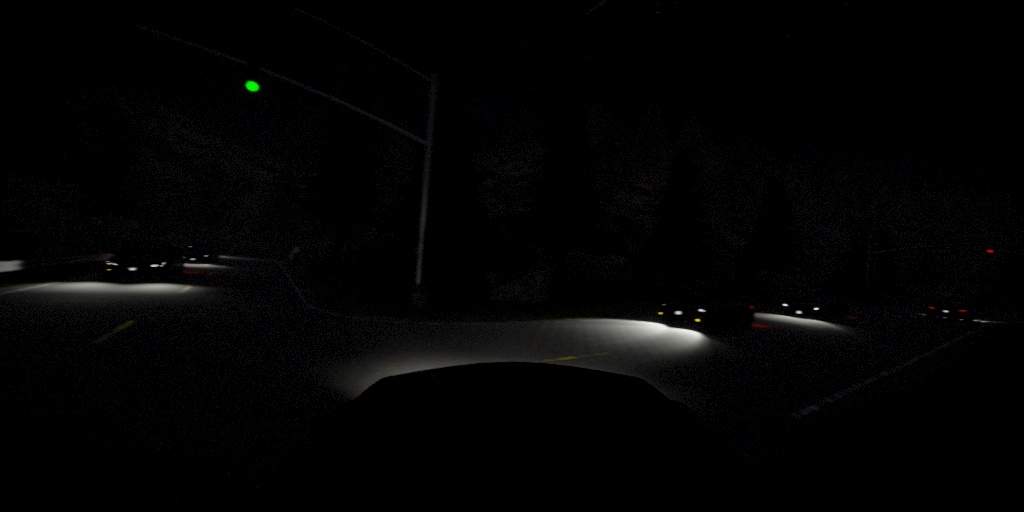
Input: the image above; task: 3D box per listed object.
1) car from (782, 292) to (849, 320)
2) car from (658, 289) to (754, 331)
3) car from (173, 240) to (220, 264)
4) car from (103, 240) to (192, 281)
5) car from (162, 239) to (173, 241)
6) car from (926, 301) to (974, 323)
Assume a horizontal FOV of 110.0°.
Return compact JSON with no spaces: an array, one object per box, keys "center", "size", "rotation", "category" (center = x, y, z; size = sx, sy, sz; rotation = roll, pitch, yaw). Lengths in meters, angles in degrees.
[{"center":[17.931,2.865,21.066],"size":[5.357,1.411,2.033],"rotation":[5,-1,-34],"category":"car"},{"center":[7.707,2.024,14.143],"size":[4.181,1.385,1.994],"rotation":[5,-1,-34],"category":"car"},{"center":[-23.511,-0.248,27.128],"size":[2.033,1.411,5.357],"rotation":[5,-1,-32],"category":"car"},{"center":[-15.859,0.180,15.727],"size":[1.837,1.490,4.892],"rotation":[5,-1,-34],"category":"car"},{"center":[-36.693,-1.095,38.140],"size":[4.718,1.301,1.895],"rotation":[4,-1,12],"category":"car"},{"center":[32.692,4.080,26.756],"size":[4.181,1.385,1.994],"rotation":[5,-1,-34],"category":"car"}]
